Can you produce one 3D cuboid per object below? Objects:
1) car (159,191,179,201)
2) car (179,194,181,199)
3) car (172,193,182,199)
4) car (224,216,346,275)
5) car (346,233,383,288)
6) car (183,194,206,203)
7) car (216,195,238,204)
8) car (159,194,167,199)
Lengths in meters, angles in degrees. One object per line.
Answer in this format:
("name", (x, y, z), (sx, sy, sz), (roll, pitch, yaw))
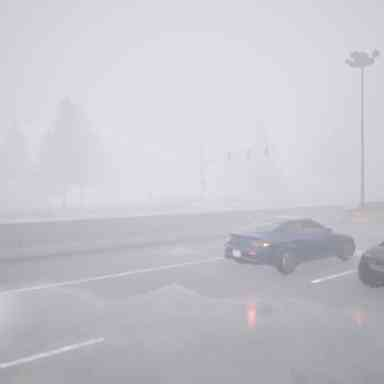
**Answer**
("car", (-4.967, 0.887, 72.979), (2.150, 2.045, 5.566), (-1, 0, -17))
("car", (-0.399, 1.184, 70.037), (2.033, 1.411, 5.357), (-1, 0, -21))
("car", (-3.932, 1.069, 85.145), (1.882, 1.535, 5.008), (0, 0, -10))
("car", (3.082, 1.452, 10.198), (4.674, 1.442, 1.812), (0, 0, -35))
("car", (5.775, 1.483, 7.814), (4.181, 1.385, 1.994), (-1, 0, -35))
("car", (0.631, 1.201, 58.439), (1.837, 1.490, 4.892), (-1, 0, -26))
("car", (5.891, 1.234, 56.036), (1.994, 1.385, 4.181), (-1, 0, -29))
("car", (-7.793, 1.199, 88.145), (1.895, 1.301, 4.718), (0, 0, -7))
